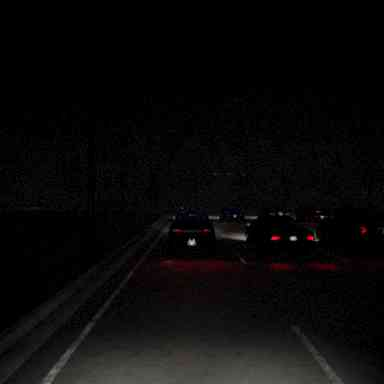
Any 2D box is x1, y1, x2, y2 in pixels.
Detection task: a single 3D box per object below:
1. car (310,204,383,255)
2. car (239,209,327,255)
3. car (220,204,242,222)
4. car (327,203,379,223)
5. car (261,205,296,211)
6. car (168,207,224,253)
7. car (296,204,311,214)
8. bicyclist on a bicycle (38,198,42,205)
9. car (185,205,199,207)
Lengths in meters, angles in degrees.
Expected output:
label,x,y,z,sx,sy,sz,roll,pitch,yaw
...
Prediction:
label,x,y,z,sx,sy,sz,roll,pitch,yaw
car,7.000,1.484,14.086,2.097,1.767,4.553,0,-1,0
car,3.498,1.680,13.989,2.033,1.411,5.357,0,-1,0
car,3.487,1.804,29.370,1.812,1.442,4.674,0,0,0
car,13.990,1.770,29.298,2.128,1.511,4.902,0,0,0
car,6.993,1.822,28.990,2.033,1.411,5.357,0,-1,0
car,0.002,1.629,14.297,2.128,1.511,4.902,0,0,0
car,10.489,1.785,29.304,1.837,1.490,4.892,0,0,0
bicyclist on a bicycle,-29.246,1.907,63.975,0.582,1.620,1.656,0,0,0
car,-0.016,1.842,29.323,1.994,1.385,4.181,0,0,0
